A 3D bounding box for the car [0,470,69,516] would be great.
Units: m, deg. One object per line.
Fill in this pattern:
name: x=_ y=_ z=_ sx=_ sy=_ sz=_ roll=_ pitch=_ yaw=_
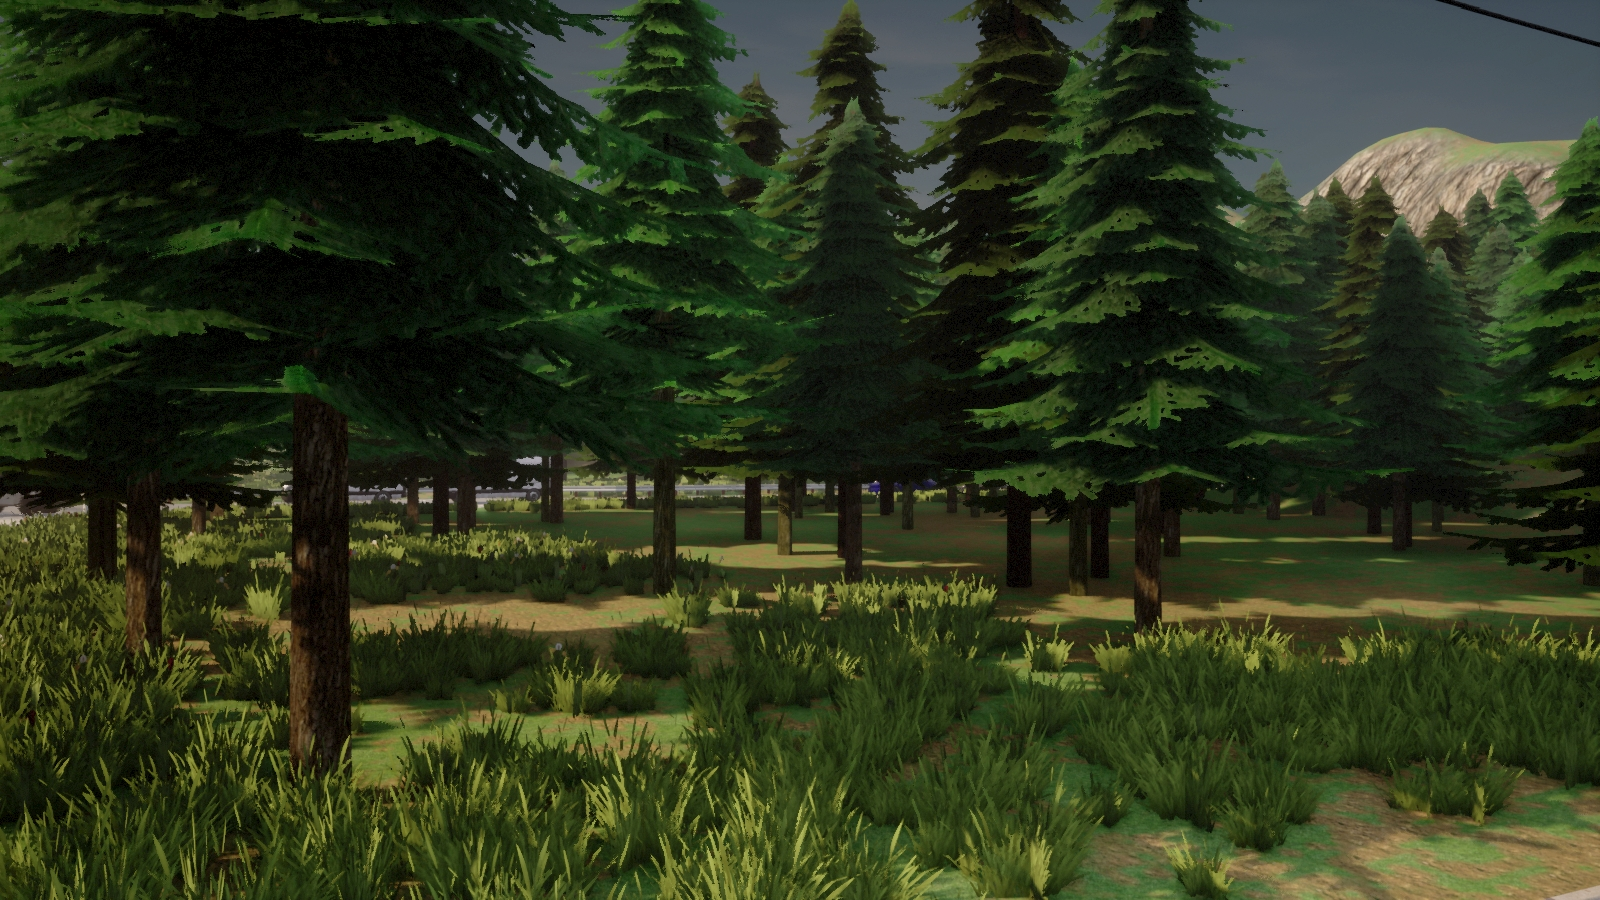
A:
car: x=-33.987 y=1.842 z=49.089 sx=3.866 sy=1.878 sz=1.905 roll=0 pitch=1 yaw=-7
